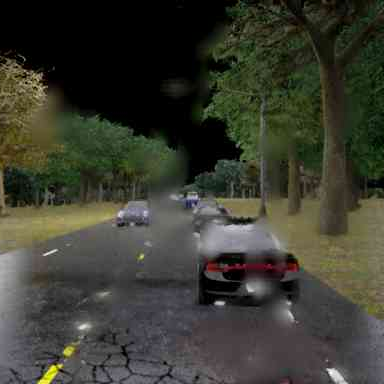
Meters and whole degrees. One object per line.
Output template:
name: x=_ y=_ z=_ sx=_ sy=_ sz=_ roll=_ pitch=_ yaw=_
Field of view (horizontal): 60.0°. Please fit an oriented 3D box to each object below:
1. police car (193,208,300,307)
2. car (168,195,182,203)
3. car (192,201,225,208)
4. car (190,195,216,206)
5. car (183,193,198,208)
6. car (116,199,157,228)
police car: x=1.066 y=1.423 z=8.210 sx=1.930 sy=1.638 sz=5.238 roll=0 pitch=0 yaw=0
car: x=-3.428 y=1.350 z=64.173 sx=1.812 sy=1.442 sz=4.674 roll=0 pitch=0 yaw=1
car: x=1.084 y=1.461 z=18.102 sx=1.882 sy=1.535 sz=5.008 roll=0 pitch=0 yaw=0
car: x=1.094 y=1.320 z=24.073 sx=2.097 sy=1.767 sz=4.553 roll=0 pitch=0 yaw=0
car: x=0.129 y=1.350 z=46.887 sx=1.882 sy=1.535 sz=5.008 roll=0 pitch=0 yaw=1
car: x=-3.560 y=1.326 z=22.072 sx=2.097 sy=1.767 sz=4.553 roll=0 pitch=0 yaw=0
